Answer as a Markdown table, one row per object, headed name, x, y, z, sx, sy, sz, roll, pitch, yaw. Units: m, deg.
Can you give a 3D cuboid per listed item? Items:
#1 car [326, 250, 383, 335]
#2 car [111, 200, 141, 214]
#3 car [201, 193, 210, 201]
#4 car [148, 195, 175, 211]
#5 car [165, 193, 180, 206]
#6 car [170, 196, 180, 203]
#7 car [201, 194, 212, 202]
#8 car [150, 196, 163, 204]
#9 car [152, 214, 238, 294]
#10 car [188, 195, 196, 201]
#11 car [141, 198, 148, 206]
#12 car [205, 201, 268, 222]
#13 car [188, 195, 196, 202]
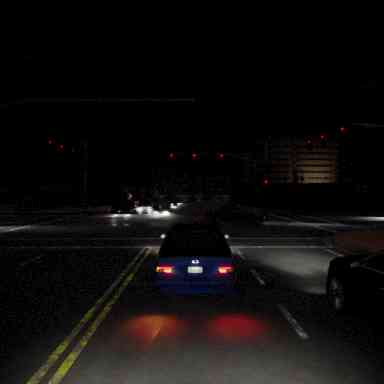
| name | x | y | z | sx | sy | sz | roll | pitch | yaw |
| --- | --- | --- | --- | --- | --- | --- | --- | --- | --- |
| car | 3.559 | 1.491 | 4.683 | 2.128 | 1.511 | 4.902 | 0 | 0 | 0 |
| car | -7.130 | 1.547 | 35.308 | 2.033 | 1.411 | 5.357 | 0 | 0 | 0 |
| car | 3.428 | 1.227 | 84.675 | 2.097 | 1.767 | 4.553 | 0 | 0 | 0 |
| car | -3.634 | 1.491 | 40.452 | 2.128 | 1.511 | 4.902 | 0 | 0 | 0 |
| car | -3.627 | 1.220 | 55.487 | 2.150 | 2.045 | 5.566 | 0 | 0 | 1 |
| car | -3.559 | 1.595 | 70.488 | 1.895 | 1.301 | 4.718 | 0 | 0 | 0 |
| car | 3.437 | 1.344 | 74.719 | 2.097 | 1.767 | 4.553 | 0 | 0 | 0 |
| car | -7.076 | 1.547 | 67.124 | 2.033 | 1.411 | 5.357 | 0 | 0 | 1 |
| car | 0.075 | 1.547 | 8.926 | 2.033 | 1.411 | 5.357 | 0 | 0 | 0 |
| car | -0.072 | 1.425 | 84.700 | 1.994 | 1.385 | 4.181 | 0 | 0 | 0 |
| car | -7.136 | 1.601 | 51.905 | 1.895 | 1.301 | 4.718 | 0 | 0 | 0 |
| car | 3.493 | 1.601 | 26.097 | 4.718 | 1.301 | 1.895 | 0 | 0 | 31 |
| car | -0.063 | 1.531 | 74.426 | 2.033 | 1.411 | 5.357 | 0 | 0 | 0 |
